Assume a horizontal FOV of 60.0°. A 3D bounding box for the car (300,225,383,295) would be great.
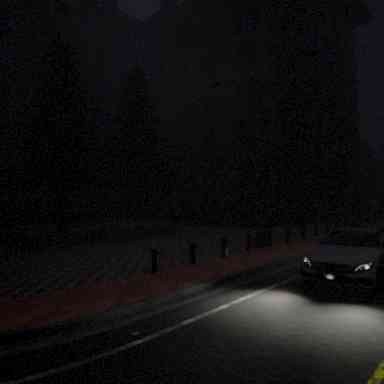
[{"bbox_3d":[4.776,1.705,9.467,1.812,1.442,4.674,-3,-2,43],"label":"car"}]
